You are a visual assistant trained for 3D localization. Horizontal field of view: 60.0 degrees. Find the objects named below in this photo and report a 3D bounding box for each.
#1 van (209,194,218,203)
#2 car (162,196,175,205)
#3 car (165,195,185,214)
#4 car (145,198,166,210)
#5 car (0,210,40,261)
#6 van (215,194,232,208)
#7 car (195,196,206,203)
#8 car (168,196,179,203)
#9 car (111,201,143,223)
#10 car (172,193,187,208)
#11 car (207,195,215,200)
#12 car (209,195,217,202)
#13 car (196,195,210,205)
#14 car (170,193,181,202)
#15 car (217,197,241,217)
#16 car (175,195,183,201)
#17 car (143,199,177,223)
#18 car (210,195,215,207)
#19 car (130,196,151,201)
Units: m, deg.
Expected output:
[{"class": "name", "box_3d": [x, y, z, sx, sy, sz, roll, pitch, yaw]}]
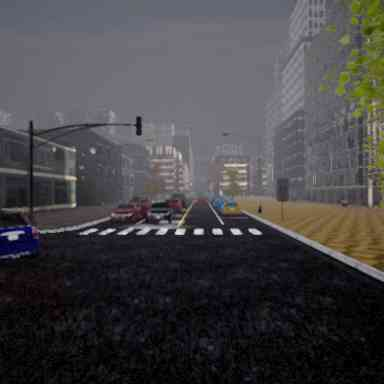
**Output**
[{"class": "van", "box_3d": [4.537, 1.241, 69.671, 1.690, 1.788, 3.998, 0, 0, 1]}, {"class": "car", "box_3d": [-4.131, 1.474, 58.616, 1.752, 1.417, 4.829, 0, 0, 1]}, {"class": "car", "box_3d": [-2.128, 1.444, 35.744, 1.882, 1.535, 5.008, 0, 0, 1]}, {"class": "car", "box_3d": [-4.554, 1.520, 42.138, 2.008, 1.369, 4.403, 0, 0, 1]}, {"class": "car", "box_3d": [-7.196, 1.349, 10.888, 4.553, 1.767, 2.097, 1, 0, 28]}, {"class": "van", "box_3d": [3.681, 1.283, 36.376, 1.690, 1.788, 3.998, 0, 0, 1]}, {"class": "car", "box_3d": [1.757, 1.463, 66.353, 2.033, 1.411, 5.357, 0, 0, 1]}, {"class": "car", "box_3d": [-3.842, 1.485, 69.884, 2.008, 1.369, 4.403, 0, 0, 1]}, {"class": "car", "box_3d": [-4.982, 1.572, 25.490, 1.802, 1.307, 4.206, 0, 0, 1]}, {"class": "car", "box_3d": [-1.833, 1.175, 46.236, 2.150, 2.045, 5.566, 0, 0, 2]}, {"class": "car", "box_3d": [4.963, 1.447, 86.319, 1.947, 1.339, 4.313, 0, 0, 1]}, {"class": "car", "box_3d": [4.683, 1.419, 75.390, 1.752, 1.417, 4.829, 0, 0, 1]}, {"class": "car", "box_3d": [1.601, 1.491, 56.392, 1.994, 1.385, 4.181, 0, 0, 2]}, {"class": "car", "box_3d": [-3.699, 1.243, 75.433, 2.192, 1.841, 5.009, 0, 0, 1]}, {"class": "car", "box_3d": [3.542, 1.474, 30.996, 1.752, 1.417, 4.829, 0, 0, 1]}, {"class": "car", "box_3d": [-3.419, 1.440, 86.362, 1.752, 1.417, 4.829, 0, 0, 1]}, {"class": "car", "box_3d": [-2.381, 1.505, 25.713, 1.812, 1.442, 4.674, 0, 0, 0]}, {"class": "car", "box_3d": [3.965, 1.479, 47.474, 2.008, 1.369, 4.403, 0, 0, 1]}, {"class": "car", "box_3d": [-4.839, 1.298, 31.039, 2.192, 1.841, 5.009, 0, 0, 1]}]
